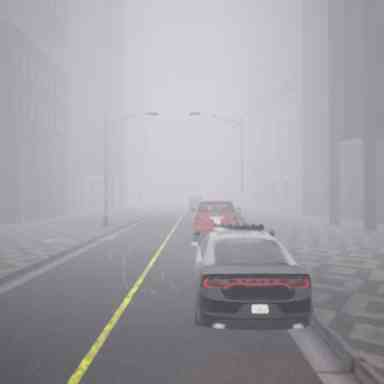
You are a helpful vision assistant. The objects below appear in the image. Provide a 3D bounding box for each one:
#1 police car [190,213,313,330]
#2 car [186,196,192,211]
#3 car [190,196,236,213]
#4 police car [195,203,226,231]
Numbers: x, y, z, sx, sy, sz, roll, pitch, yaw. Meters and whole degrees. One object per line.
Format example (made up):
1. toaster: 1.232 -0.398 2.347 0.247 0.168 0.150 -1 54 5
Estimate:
1. police car: 1.005 1.499 7.355 1.930 1.638 5.238 0 -1 1
2. car: 0.616 1.636 47.132 2.150 2.045 5.566 0 0 1
3. car: 1.123 1.391 17.274 2.150 2.045 5.566 0 -1 1
4. police car: 1.197 1.644 23.352 1.930 1.638 5.238 0 0 1
